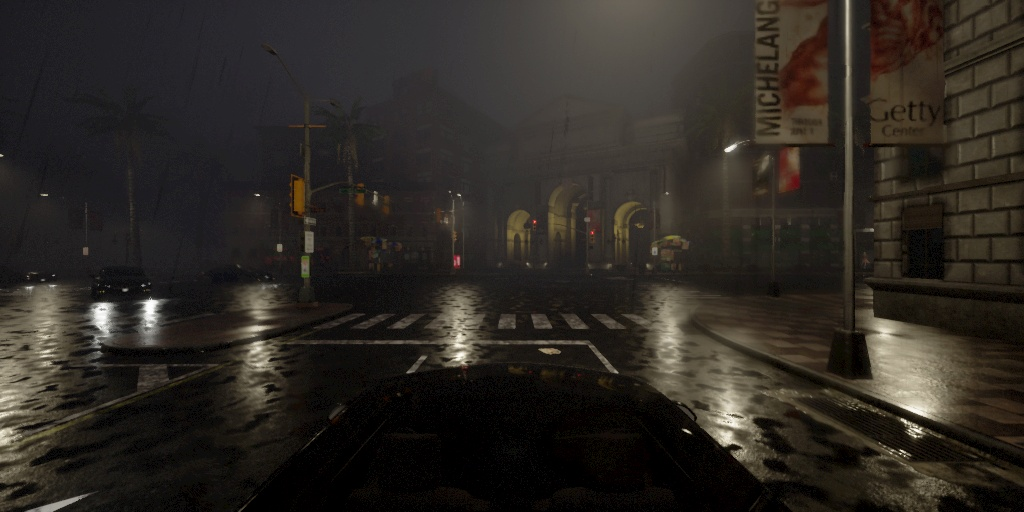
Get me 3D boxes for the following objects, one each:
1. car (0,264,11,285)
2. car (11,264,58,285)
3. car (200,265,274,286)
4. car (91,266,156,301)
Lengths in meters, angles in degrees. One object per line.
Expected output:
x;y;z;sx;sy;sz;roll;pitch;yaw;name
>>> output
-34.329;1.241;21.661;4.902;1.511;2.128;0;0;1;car
-35.541;1.297;25.172;5.357;1.411;2.033;0;0;1;car
-19.076;1.314;25.007;4.181;1.385;1.994;0;0;1;car
-18.968;1.255;17.468;4.892;1.490;1.837;0;-2;40;car
